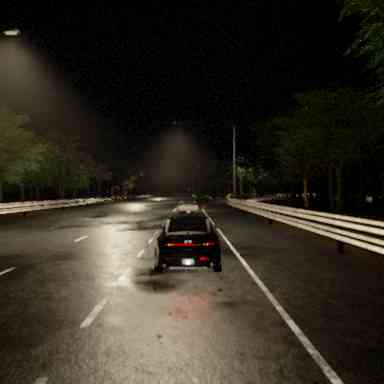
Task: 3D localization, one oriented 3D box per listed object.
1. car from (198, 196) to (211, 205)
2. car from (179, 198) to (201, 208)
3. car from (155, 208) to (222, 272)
[{"bbox_3d":[2.080,1.468,59.091,2.128,1.511,4.902,-1,0,14],"label":"car"},{"bbox_3d":[-0.354,1.596,33.557,1.895,1.301,4.718,0,0,0],"label":"car"},{"bbox_3d":[-0.125,1.504,10.767,1.837,1.490,4.892,0,0,-1],"label":"car"}]
